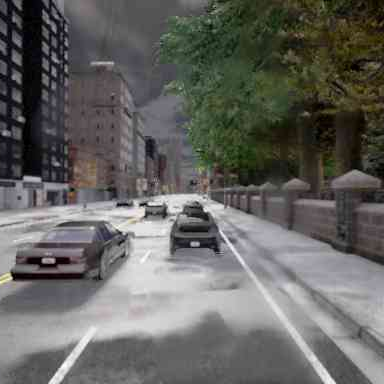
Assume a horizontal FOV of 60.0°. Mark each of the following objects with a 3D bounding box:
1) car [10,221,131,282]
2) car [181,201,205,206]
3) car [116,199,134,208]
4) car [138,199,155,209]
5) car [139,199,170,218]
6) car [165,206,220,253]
[{"bbox_3d":[-3.146,1.558,9.800,2.033,1.411,5.357,0,0,0],"label":"car"},{"bbox_3d":[0.112,1.544,30.227,1.837,1.490,4.892,0,0,0],"label":"car"},{"bbox_3d":[-9.805,1.675,48.931,1.895,1.301,4.718,0,0,0],"label":"car"},{"bbox_3d":[-6.557,1.674,48.515,1.895,1.301,4.718,0,0,0],"label":"car"},{"bbox_3d":[-3.137,1.531,30.189,2.128,1.511,4.902,0,0,0],"label":"car"},{"bbox_3d":[0.106,1.520,13.684,1.837,1.490,4.892,0,0,0],"label":"car"}]
